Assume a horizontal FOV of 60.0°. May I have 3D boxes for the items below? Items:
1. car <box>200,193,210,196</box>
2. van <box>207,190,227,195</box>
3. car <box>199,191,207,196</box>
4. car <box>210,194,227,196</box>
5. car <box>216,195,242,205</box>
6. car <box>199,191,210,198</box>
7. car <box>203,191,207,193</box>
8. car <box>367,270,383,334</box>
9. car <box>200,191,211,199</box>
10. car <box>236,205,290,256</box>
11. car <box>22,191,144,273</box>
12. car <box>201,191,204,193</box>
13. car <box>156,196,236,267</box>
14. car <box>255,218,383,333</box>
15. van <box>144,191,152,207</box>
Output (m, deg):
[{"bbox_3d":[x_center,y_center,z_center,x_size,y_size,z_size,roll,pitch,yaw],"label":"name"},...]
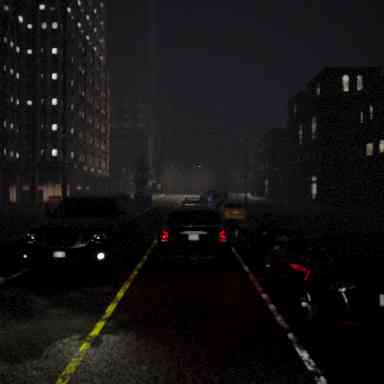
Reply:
[{"bbox_3d":[0.092,1.101,27.248,2.128,1.511,4.902,0,1,0],"label":"car"},{"bbox_3d":[2.698,0.860,33.562,1.690,1.788,3.998,1,1,0],"label":"van"},{"bbox_3d":[2.803,0.374,82.855,1.802,1.307,4.206,1,1,0],"label":"car"},{"bbox_3d":[2.696,1.148,28.087,2.008,1.369,4.403,1,1,0],"label":"car"},{"bbox_3d":[2.697,1.199,22.779,1.752,1.417,4.829,1,1,0],"label":"car"},{"bbox_3d":[2.683,0.506,71.904,2.008,1.369,4.403,1,1,0],"label":"car"},{"bbox_3d":[2.694,0.879,39.040,1.967,1.590,4.097,1,1,0],"label":"car"},{"bbox_3d":[2.703,1.528,1.031,1.887,1.381,4.507,1,1,0],"label":"car"},{"bbox_3d":[2.684,0.602,66.427,1.947,1.339,4.313,1,1,0],"label":"car"},{"bbox_3d":[2.699,1.391,12.120,1.947,1.339,4.313,1,1,0],"label":"car"},{"bbox_3d":[-3.103,1.069,10.545,2.150,2.045,5.566,0,1,0],"label":"car"},{"bbox_3d":[2.695,0.675,44.516,2.192,1.841,5.009,1,1,0],"label":"car"},{"bbox_3d":[0.087,1.193,11.011,2.097,1.767,4.553,0,1,1],"label":"car"},{"bbox_3d":[2.701,1.470,6.576,1.947,1.339,4.313,1,1,0],"label":"car"},{"bbox_3d":[-5.684,0.780,39.033,1.690,1.788,3.998,1,1,0],"label":"van"}]
